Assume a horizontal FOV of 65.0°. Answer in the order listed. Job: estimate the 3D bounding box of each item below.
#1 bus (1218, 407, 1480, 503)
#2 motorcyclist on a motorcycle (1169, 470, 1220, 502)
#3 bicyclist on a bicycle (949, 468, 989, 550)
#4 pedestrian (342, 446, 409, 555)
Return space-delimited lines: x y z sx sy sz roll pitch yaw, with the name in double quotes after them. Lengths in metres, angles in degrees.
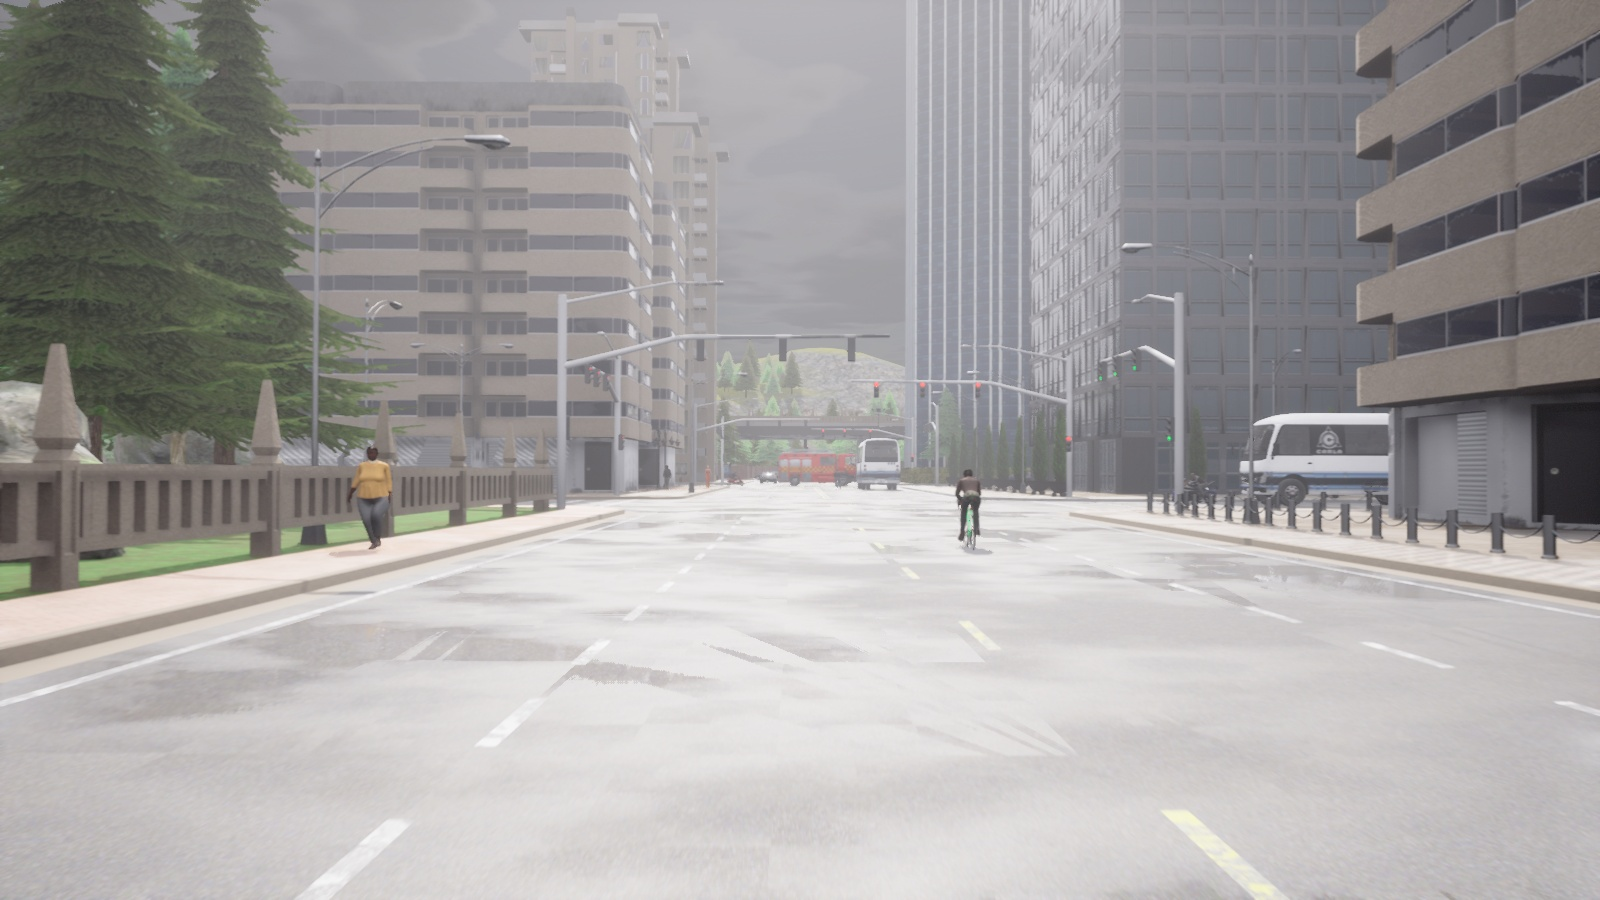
25.086 0.251 57.855 10.273 4.253 3.944 0 -1 0 "bus"
19.272 1.744 61.348 2.191 1.530 0.866 0 -1 0 "motorcyclist on a motorcycle"
3.439 1.182 25.607 0.582 1.620 1.656 0 -1 0 "bicyclist on a bicycle"
-7.397 0.870 21.911 0.874 1.855 0.900 0 -1 -2 "pedestrian"
